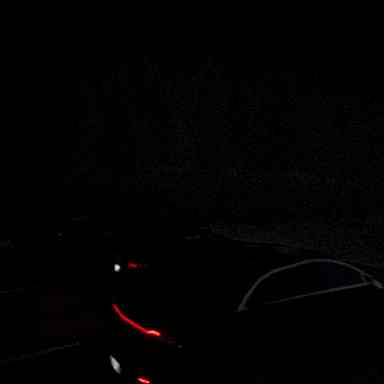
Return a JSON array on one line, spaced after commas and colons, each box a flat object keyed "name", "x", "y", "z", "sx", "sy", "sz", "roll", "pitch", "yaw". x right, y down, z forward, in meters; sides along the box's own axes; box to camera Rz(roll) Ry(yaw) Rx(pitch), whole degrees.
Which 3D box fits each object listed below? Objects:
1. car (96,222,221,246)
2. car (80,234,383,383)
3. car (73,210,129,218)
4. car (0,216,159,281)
[{"name": "car", "x": 0.109, "y": 1.554, "z": 8.045, "sx": 4.181, "sy": 1.385, "sz": 1.994, "roll": 0, "pitch": 0, "yaw": -33}, {"name": "car", "x": 1.264, "y": 1.487, "z": 4.620, "sx": 4.902, "sy": 1.511, "sz": 2.128, "roll": 0, "pitch": 0, "yaw": -33}, {"name": "car", "x": -3.352, "y": 1.503, "z": 14.161, "sx": 4.674, "sy": 1.442, "sz": 1.812, "roll": 0, "pitch": 0, "yaw": -33}, {"name": "car", "x": -3.596, "y": 1.583, "z": 9.810, "sx": 4.718, "sy": 1.301, "sz": 1.895, "roll": 0, "pitch": 0, "yaw": -33}]
